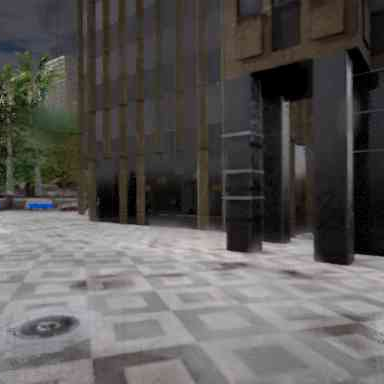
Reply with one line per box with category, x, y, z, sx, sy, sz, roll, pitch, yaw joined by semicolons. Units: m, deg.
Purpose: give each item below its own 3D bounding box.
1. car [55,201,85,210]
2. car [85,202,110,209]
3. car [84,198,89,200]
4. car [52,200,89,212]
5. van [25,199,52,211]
car;-20.391;2.296;55.873;1.887;1.381;4.507;-2;-2;36
car;-17.166;2.424;60.356;1.802;1.307;4.206;-2;-2;36
car;-17.127;1.978;55.755;2.150;2.045;5.566;-1;-1;36
car;-16.688;2.174;46.420;1.802;1.307;4.206;-2;-2;36
van;-23.618;2.002;51.394;1.690;1.788;3.998;-2;-2;36
